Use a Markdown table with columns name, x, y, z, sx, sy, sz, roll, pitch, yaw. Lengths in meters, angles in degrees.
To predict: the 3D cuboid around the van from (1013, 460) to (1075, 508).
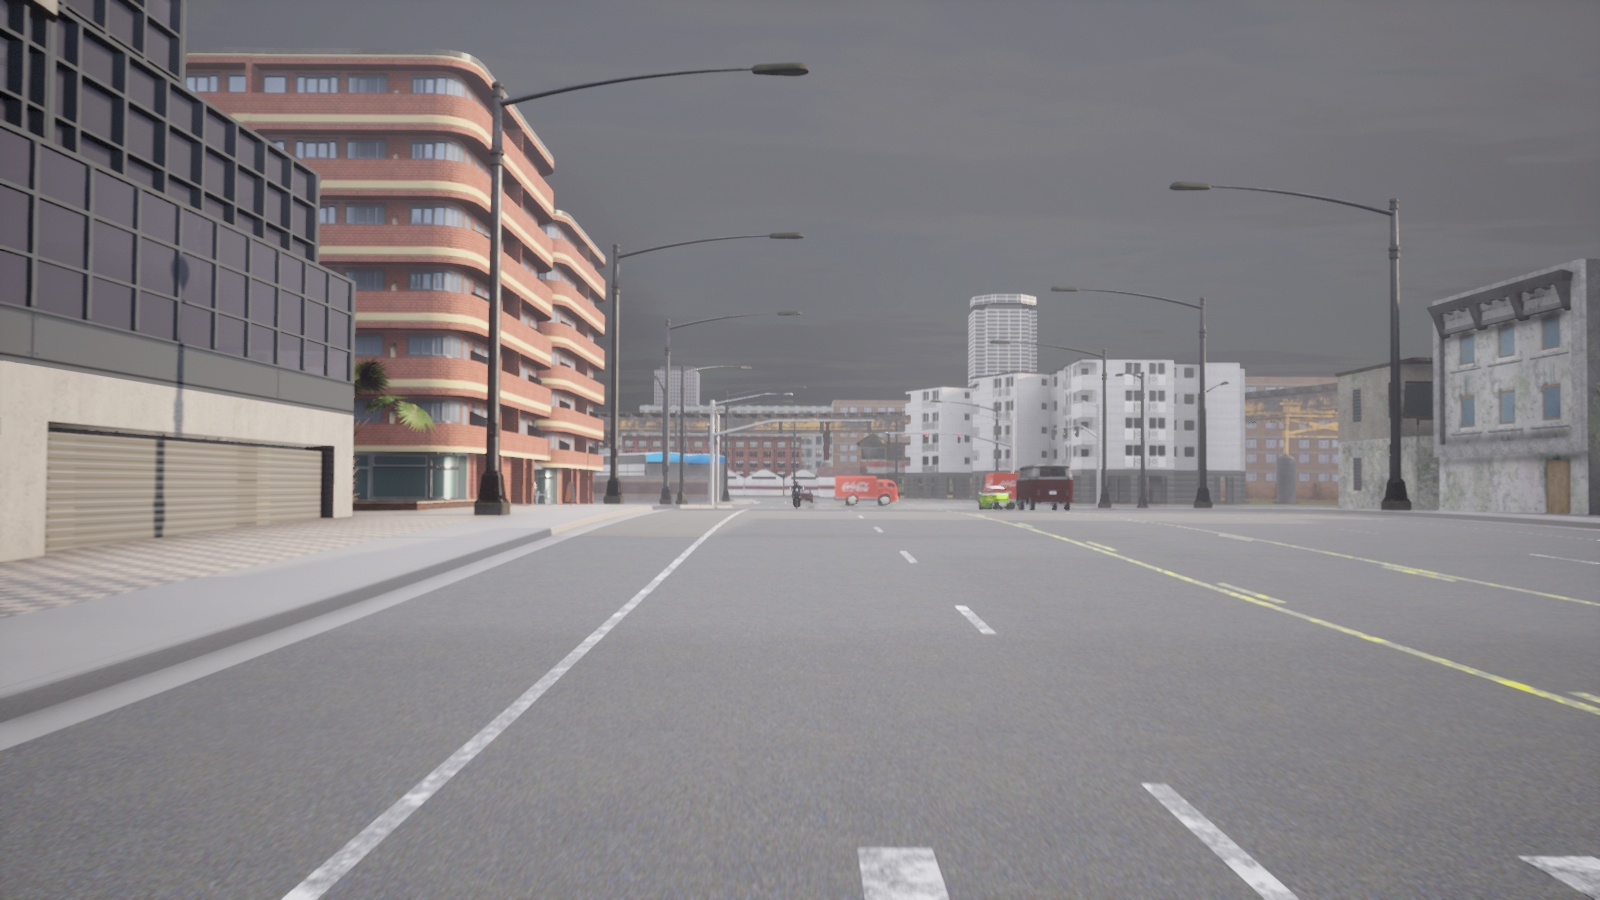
| name | x | y | z | sx | sy | sz | roll | pitch | yaw |
| --- | --- | --- | --- | --- | --- | --- | --- | --- | --- |
| van | 10.376 | 1.494 | 53.678 | 1.775 | 1.987 | 4.442 | 0 | -3 | 0 |

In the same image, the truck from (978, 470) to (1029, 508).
| name | x | y | z | sx | sy | sz | roll | pitch | yaw |
| --- | --- | --- | --- | --- | --- | --- | --- | --- | --- |
| truck | 13.810 | 2.681 | 85.526 | 2.627 | 2.467 | 5.204 | 0 | -2 | 0 |

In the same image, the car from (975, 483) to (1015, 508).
| name | x | y | z | sx | sy | sz | roll | pitch | yaw |
| --- | --- | --- | --- | --- | --- | --- | --- | --- | --- |
| car | 11.067 | 2.609 | 71.393 | 1.481 | 1.376 | 2.207 | 1 | -2 | -14 |
